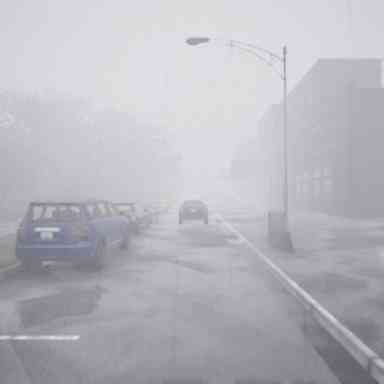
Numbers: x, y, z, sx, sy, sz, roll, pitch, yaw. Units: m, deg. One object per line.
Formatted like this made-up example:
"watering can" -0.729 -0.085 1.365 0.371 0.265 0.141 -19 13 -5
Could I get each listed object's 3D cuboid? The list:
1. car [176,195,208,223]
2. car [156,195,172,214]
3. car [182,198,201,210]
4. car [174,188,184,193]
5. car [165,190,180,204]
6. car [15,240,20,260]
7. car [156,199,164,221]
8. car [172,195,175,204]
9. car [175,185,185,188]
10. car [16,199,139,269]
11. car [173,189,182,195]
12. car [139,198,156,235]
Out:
"car" 0.100 1.340 25.282 2.097 1.767 4.553 0 0 0
"car" -3.643 1.448 35.782 1.946 1.575 5.366 0 1 2
"car" -0.088 1.503 42.872 1.994 1.385 4.181 0 1 -6
"car" -3.632 0.534 71.927 2.231 1.521 4.892 1 3 2
"car" -3.626 1.067 55.175 2.185 1.767 4.553 2 2 2
"car" -3.651 1.499 2.323 2.097 1.535 5.008 0 0 2
"car" -3.661 1.531 24.535 2.163 1.488 4.792 -1 0 2
"car" -3.650 1.467 41.919 2.002 1.452 4.674 0 0 2
"car" -3.652 -0.240 83.038 2.185 1.767 4.553 0 4 2
"car" -3.650 1.229 11.276 2.435 2.045 5.566 0 0 2
"car" -3.629 0.789 66.194 1.946 1.575 5.366 1 3 2
"car" -3.652 1.357 18.930 2.185 1.767 4.553 0 0 2
